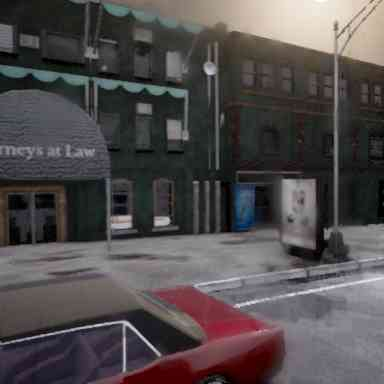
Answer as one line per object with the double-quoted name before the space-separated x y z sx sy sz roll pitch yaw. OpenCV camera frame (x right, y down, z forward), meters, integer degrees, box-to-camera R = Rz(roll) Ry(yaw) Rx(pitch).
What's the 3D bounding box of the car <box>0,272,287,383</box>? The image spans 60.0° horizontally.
"car" -1.503 1.544 2.842 4.718 1.301 1.895 0 1 -32
